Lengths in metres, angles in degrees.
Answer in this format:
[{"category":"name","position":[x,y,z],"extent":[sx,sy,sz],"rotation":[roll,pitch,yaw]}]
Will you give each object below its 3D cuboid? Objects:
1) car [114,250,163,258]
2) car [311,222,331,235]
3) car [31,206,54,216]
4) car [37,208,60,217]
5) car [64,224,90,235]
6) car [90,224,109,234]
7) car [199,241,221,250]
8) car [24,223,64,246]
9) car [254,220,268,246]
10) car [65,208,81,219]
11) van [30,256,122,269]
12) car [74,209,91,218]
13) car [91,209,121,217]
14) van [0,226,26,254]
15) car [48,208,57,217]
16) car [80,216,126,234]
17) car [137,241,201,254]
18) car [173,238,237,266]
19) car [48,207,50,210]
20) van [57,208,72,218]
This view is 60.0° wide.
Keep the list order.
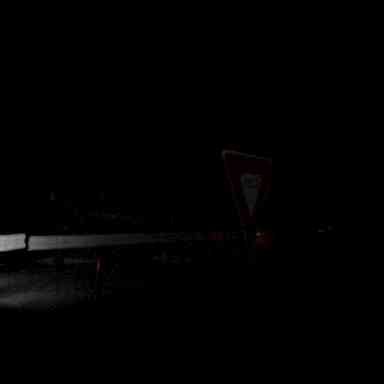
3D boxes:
[{"category":"car","position":[-4.404,4.621,19.630],"extent":[4.553,1.767,2.185],"rotation":[1,1,17]},{"category":"car","position":[14.655,4.191,38.494],"extent":[1.837,1.490,4.892],"rotation":[1,-3,8]},{"category":"car","position":[-33.652,4.257,74.808],"extent":[2.185,1.767,4.553],"rotation":[0,1,19]},{"category":"car","position":[-31.332,4.441,72.894],"extent":[2.002,1.452,4.674],"rotation":[0,1,19]},{"category":"car","position":[-14.115,4.383,34.865],"extent":[5.566,2.045,2.435],"rotation":[0,-1,17]},{"category":"car","position":[-12.322,4.663,37.228],"extent":[4.792,1.488,2.163],"rotation":[0,-1,17]},{"category":"car","position":[-0.740,4.493,24.455],"extent":[5.566,2.045,2.435],"rotation":[1,0,17]},{"category":"car","position":[-15.910,4.384,32.512],"extent":[5.566,2.045,2.435],"rotation":[0,-1,17]},{"category":"car","position":[4.986,2.539,20.363],"extent":[2.097,1.767,4.553],"rotation":[0,-4,38]},{"category":"car","position":[-21.975,4.514,65.359],"extent":[2.002,1.452,4.674],"rotation":[0,1,19]},{"category":"van","position":[-6.151,4.523,17.211],"extent":[4.442,1.987,1.878],"rotation":[1,0,17]},{"category":"car","position":[-19.567,4.487,63.659],"extent":[1.946,1.575,5.366],"rotation":[0,1,19]},{"category":"car","position":[-14.934,4.279,59.696],"extent":[2.435,2.045,5.566],"rotation":[0,1,19]},{"category":"van","position":[-17.844,4.411,30.192],"extent":[4.442,1.987,1.878],"rotation":[0,0,17]},{"category":"car","position":[-26.645,4.437,69.129],"extent":[2.097,1.535,5.008],"rotation":[0,1,19]},{"category":"car","position":[-10.585,4.382,39.572],"extent":[5.566,2.045,2.435],"rotation":[0,0,17]},{"category":"car","position":[-2.627,4.493,22.046],"extent":[5.566,2.045,2.435],"rotation":[1,1,17]},{"category":"car","position":[1.088,4.773,26.864],"extent":[4.792,1.488,2.163],"rotation":[1,0,17]},{"category":"car","position":[-29.010,4.293,70.980],"extent":[2.185,1.767,4.553],"rotation":[0,1,19]},{"category":"van","position":[-24.345,4.231,67.128],"extent":[1.878,1.987,4.442],"rotation":[0,1,19]}]
